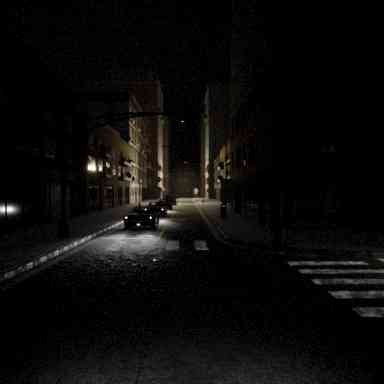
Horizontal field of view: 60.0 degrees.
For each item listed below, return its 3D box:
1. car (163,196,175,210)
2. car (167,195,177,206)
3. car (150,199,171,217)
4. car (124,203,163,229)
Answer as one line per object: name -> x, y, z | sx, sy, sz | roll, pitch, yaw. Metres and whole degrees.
car -> -3.451, 1.547, 41.043 | 1.994, 1.385, 4.181 | 0, 0, -1
car -> -3.566, 1.321, 53.073 | 2.097, 1.767, 4.553 | 0, 0, 0
car -> -3.317, 1.591, 30.970 | 1.895, 1.301, 4.718 | 0, 0, -1
car -> -3.180, 1.596, 21.741 | 1.895, 1.301, 4.718 | 0, 0, -1
